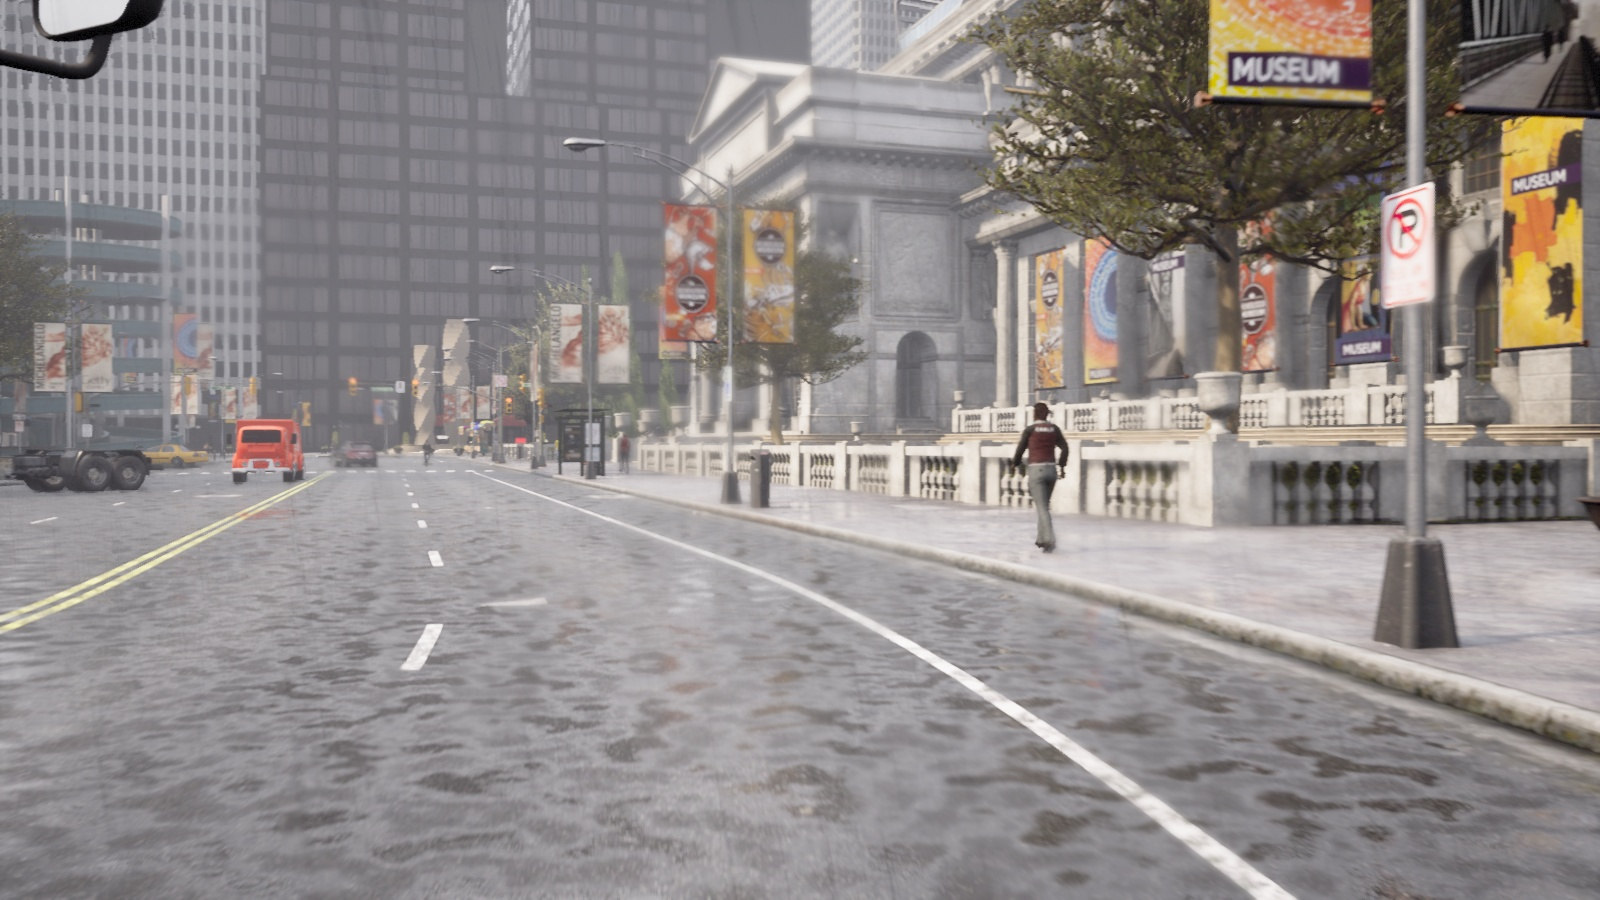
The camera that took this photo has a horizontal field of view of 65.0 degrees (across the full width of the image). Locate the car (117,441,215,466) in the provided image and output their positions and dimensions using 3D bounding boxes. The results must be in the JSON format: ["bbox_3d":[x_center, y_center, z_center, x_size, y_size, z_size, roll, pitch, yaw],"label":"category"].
[{"bbox_3d":[-40.969,0.231,81.228,5.366,1.575,1.801,0,0,-1],"label":"car"}]

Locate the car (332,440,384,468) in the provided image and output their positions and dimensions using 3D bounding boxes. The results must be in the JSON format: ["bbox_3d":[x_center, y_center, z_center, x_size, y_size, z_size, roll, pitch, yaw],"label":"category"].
[{"bbox_3d":[-27.600,0.238,78.292,2.033,1.649,4.856,0,0,-32],"label":"car"}]

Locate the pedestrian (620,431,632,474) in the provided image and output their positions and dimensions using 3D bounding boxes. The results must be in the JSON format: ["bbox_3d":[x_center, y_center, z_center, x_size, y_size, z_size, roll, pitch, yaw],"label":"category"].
[{"bbox_3d":[-7.534,0.097,54.427,0.331,1.846,0.636,0,0,-25],"label":"pedestrian"}]

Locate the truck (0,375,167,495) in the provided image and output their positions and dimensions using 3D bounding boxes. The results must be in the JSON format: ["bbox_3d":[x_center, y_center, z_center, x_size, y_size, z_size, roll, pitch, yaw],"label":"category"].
[{"bbox_3d":[-23.785,-0.449,38.205,2.891,3.462,7.936,1,1,27],"label":"truck"}]

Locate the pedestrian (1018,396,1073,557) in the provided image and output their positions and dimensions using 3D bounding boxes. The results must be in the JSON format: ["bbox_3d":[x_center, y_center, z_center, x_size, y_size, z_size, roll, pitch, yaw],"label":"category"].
[{"bbox_3d":[2.993,0.316,15.364,0.402,1.930,0.666,0,0,-16],"label":"pedestrian"}]

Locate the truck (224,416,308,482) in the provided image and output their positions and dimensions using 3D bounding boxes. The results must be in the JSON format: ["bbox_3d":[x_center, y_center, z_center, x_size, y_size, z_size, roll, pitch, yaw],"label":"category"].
[{"bbox_3d":[-21.165,-0.008,50.000,2.627,2.467,5.204,0,-1,-18],"label":"truck"}]
